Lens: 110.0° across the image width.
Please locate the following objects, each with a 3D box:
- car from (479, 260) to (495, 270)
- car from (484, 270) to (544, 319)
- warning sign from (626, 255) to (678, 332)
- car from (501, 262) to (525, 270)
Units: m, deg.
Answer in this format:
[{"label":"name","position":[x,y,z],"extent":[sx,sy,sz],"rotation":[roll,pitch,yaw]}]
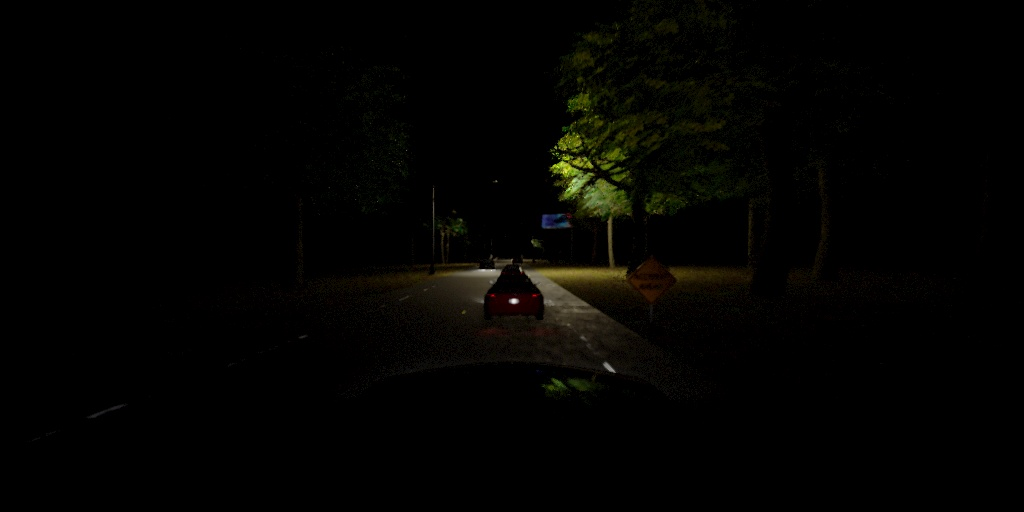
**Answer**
[{"label":"car","position":[-3.572,1.266,52.067],"extent":[1.994,1.385,4.181],"rotation":[0,0,0]},{"label":"car","position":[0.072,1.361,13.023],"extent":[1.994,1.385,4.181],"rotation":[0,0,0]},{"label":"warning sign","position":[3.549,0.901,9.186],"extent":[1.300,1.860,1.060],"rotation":[0,0,0]},{"label":"car","position":[0.071,1.372,28.166],"extent":[1.994,1.385,4.181],"rotation":[0,0,0]}]
